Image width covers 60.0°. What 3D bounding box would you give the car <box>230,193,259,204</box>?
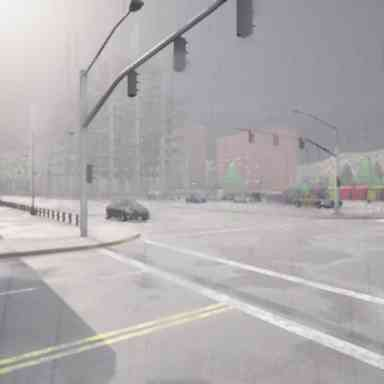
[{"bbox_3d":[9.088,1.301,58.022,1.970,1.475,3.806,0,0,-35],"label":"car"}]

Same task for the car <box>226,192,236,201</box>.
[{"bbox_3d":[7.411,1.250,75.350,1.784,1.438,3.905,0,0,-35],"label":"car"}]

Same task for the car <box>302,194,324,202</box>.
[{"bbox_3d":[25.214,1.223,69.501,1.784,1.438,3.905,0,0,-35],"label":"car"}]

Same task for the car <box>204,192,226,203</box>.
[{"bbox_3d":[5.050,1.288,73.675,1.970,1.475,3.806,0,0,-35],"label":"car"}]

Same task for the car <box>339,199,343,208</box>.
[{"bbox_3d":[16.992,1.068,42.212,1.905,1.878,3.866,0,0,-35],"label":"car"}]

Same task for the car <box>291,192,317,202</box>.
[{"bbox_3d":[22.815,1.020,67.876,1.932,1.855,4.605,0,0,-35],"label":"car"}]

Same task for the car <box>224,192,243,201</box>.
[{"bbox_3d":[9.570,1.033,76.944,1.932,1.855,4.605,0,0,-35],"label":"car"}]

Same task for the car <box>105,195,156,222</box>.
[{"bbox_3d":[-5.063,1.325,25.878,2.097,1.767,4.553,0,0,-36],"label":"car"}]

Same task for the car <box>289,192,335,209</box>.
[{"bbox_3d":[14.601,1.072,40.581,1.932,1.855,4.605,0,0,-35],"label":"car"}]
